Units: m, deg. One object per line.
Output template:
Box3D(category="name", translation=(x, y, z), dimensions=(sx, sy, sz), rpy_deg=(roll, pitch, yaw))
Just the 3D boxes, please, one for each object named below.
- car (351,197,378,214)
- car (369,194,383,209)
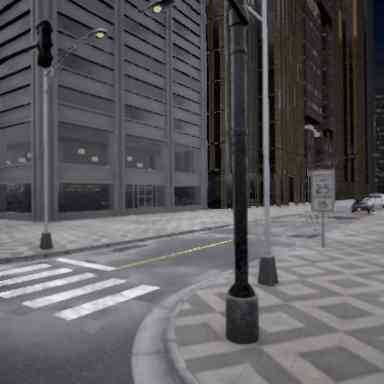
Box3D(category="car", translation=(19.246, 1.589, 37.482), dimensions=(1.837, 1.490, 4.892), rpy_deg=(-1, -1, 36))
Box3D(category="car", translation=(26.938, 1.304, 48.208), dimensions=(2.150, 2.045, 5.566), rpy_deg=(-1, 0, 36))
